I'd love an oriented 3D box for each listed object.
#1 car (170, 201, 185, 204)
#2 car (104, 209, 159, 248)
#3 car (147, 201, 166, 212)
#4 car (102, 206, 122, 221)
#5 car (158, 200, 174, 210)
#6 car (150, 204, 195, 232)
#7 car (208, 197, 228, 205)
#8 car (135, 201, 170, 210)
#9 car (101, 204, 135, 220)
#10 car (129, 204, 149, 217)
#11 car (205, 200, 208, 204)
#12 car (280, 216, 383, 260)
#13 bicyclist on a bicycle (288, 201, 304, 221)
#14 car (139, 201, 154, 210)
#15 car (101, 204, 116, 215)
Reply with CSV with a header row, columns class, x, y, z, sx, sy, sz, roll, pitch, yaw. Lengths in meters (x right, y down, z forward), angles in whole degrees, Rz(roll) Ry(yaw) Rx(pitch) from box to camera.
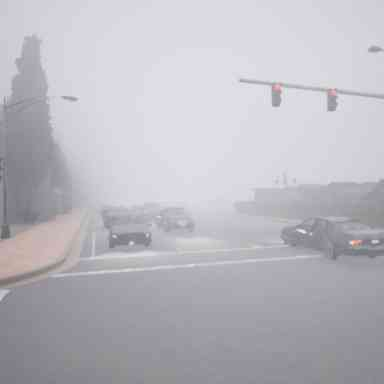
class,x,y,z,sx,sy,sz,roll,pitch,yaw
car,-1.871,2.238,50.527,1.994,1.385,4.181,0,-1,-16
car,-3.192,1.800,16.543,2.033,1.411,5.357,0,-1,-15
car,-5.411,2.199,50.156,2.128,1.511,4.902,0,-1,-16
car,-8.421,2.142,34.722,1.895,1.301,4.718,0,-1,-16
car,-4.679,2.304,60.056,1.882,1.535,5.008,0,-1,-16
car,-1.221,1.798,22.454,2.128,1.511,4.902,0,-1,-16
car,6.185,2.042,73.652,3.866,1.878,1.905,0,-1,-18
car,-3.784,1.800,31.295,2.097,1.767,4.553,0,-1,-16
car,-5.836,1.877,25.811,1.882,1.535,5.008,0,-1,-16
car,-6.530,2.200,40.801,1.895,1.301,4.718,0,-1,-16
car,5.359,2.084,76.426,4.605,1.855,1.932,0,-1,-18
car,5.382,1.664,13.047,2.033,1.411,5.357,0,-1,-10
bicyclist on a bicycle,8.658,1.531,27.633,1.656,1.620,0.582,-6,1,-16
car,-8.267,2.355,59.967,2.128,1.511,4.902,0,-1,-16
car,-11.199,2.295,44.407,1.895,1.301,4.718,0,-1,-16
